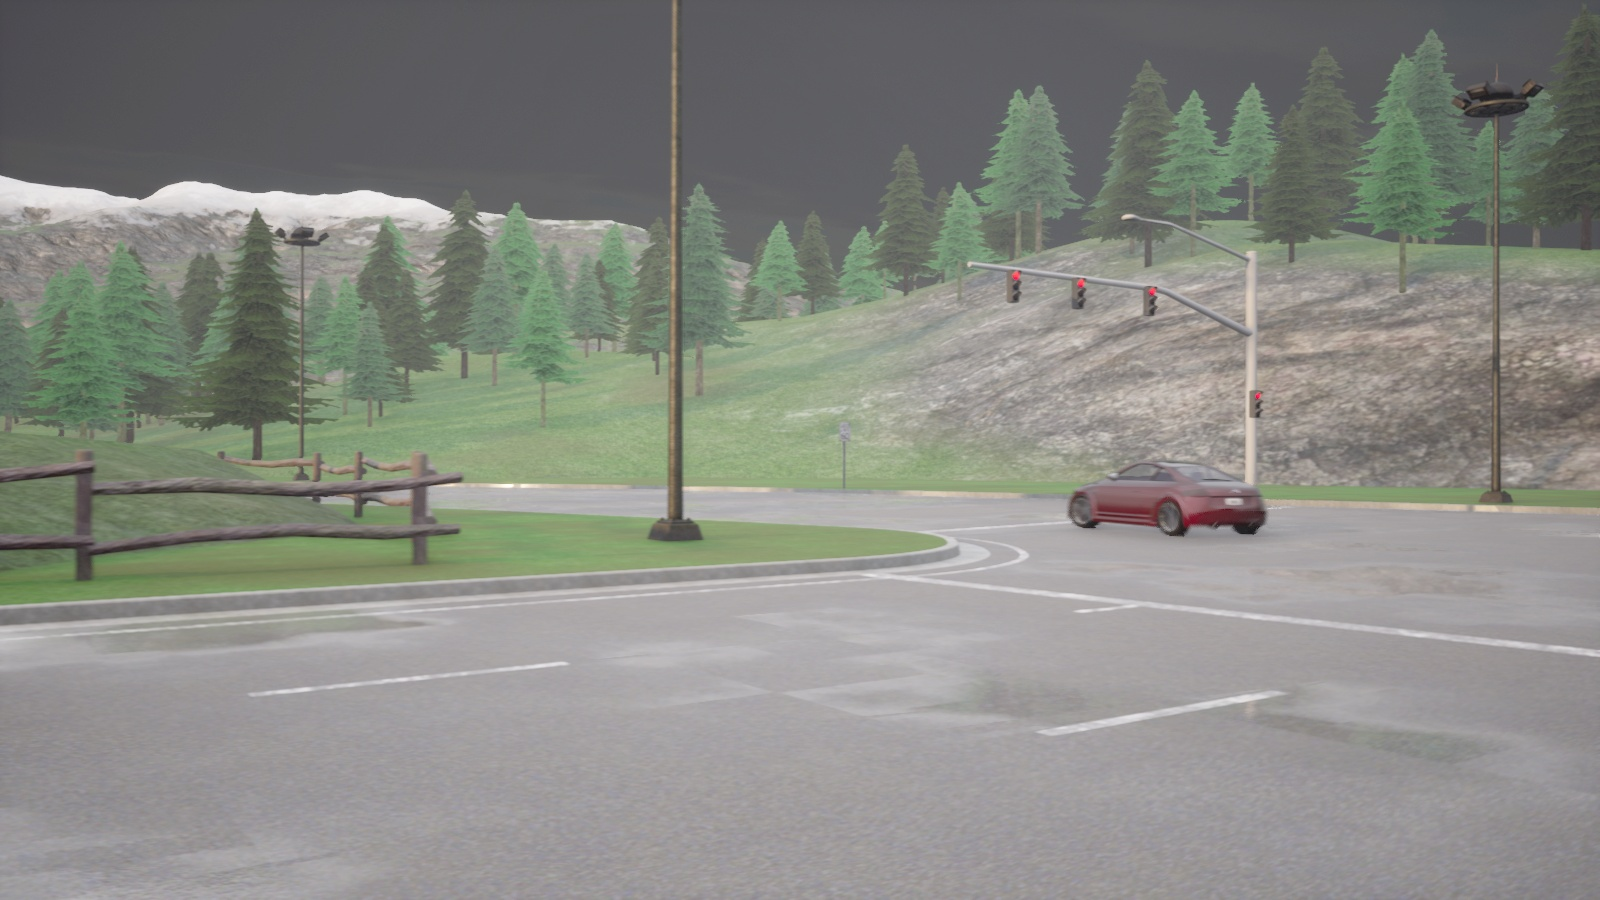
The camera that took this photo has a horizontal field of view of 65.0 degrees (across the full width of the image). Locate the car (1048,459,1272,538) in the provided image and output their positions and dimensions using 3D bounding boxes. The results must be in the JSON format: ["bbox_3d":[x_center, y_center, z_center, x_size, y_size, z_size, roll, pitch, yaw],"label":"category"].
[{"bbox_3d":[6.895,0.870,24.532,1.994,1.385,4.181,0,0,-23],"label":"car"}]
